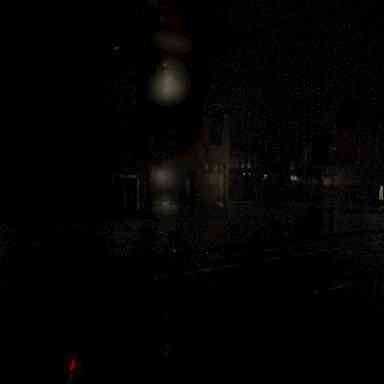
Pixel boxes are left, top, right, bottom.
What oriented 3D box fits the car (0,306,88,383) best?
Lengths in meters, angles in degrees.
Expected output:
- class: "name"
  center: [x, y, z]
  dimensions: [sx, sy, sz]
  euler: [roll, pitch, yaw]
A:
- class: "car"
  center: [-3.002, 1.475, 1.544]
  dimensions: [4.902, 1.511, 2.128]
  euler: [1, 0, -35]
